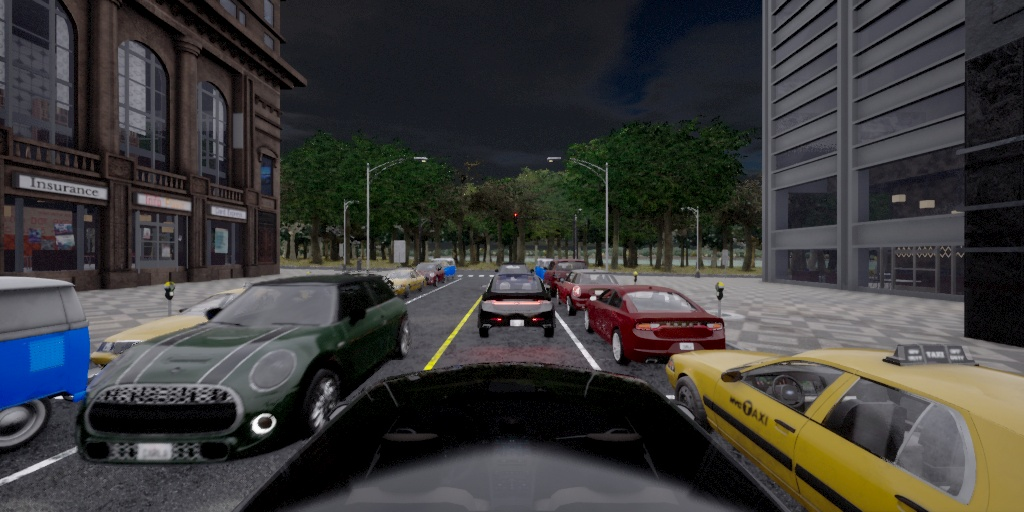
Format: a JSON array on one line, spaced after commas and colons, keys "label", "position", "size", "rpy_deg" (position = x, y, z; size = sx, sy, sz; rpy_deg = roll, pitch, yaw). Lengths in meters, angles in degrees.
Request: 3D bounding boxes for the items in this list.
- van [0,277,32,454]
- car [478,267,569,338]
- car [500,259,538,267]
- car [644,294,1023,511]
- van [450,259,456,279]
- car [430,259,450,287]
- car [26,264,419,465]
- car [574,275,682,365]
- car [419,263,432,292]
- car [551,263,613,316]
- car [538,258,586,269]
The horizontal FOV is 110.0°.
[{"label": "van", "position": [-5.762, 1.091, 2.479], "size": [1.690, 1.789, 3.998], "rpy_deg": [0, 0, 0]}, {"label": "car", "position": [0.114, 1.242, 10.218], "size": [2.128, 1.511, 4.902], "rpy_deg": [0, 0, 0]}, {"label": "car", "position": [0.128, 1.104, 19.183], "size": [2.097, 1.767, 4.553], "rpy_deg": [0, 0, 1]}, {"label": "car", "position": [2.763, 1.275, 2.636], "size": [1.751, 1.417, 4.829], "rpy_deg": [0, 0, 0]}, {"label": "van", "position": [-5.719, 1.095, 29.667], "size": [1.690, 1.789, 3.998], "rpy_deg": [0, 0, 0]}, {"label": "car", "position": [-5.728, 1.192, 24.229], "size": [1.967, 1.591, 4.097], "rpy_deg": [0, 0, 0]}, {"label": "car", "position": [-3.093, 1.102, 5.350], "size": [2.097, 1.767, 4.553], "rpy_deg": [0, 0, 0]}, {"label": "car", "position": [2.772, 1.295, 7.904], "size": [1.888, 1.381, 4.507], "rpy_deg": [0, 0, 0]}, {"label": "car", "position": [-5.737, 1.277, 18.622], "size": [1.751, 1.417, 4.829], "rpy_deg": [0, 0, 0]}, {"label": "car", "position": [2.780, 1.190, 13.341], "size": [1.967, 1.591, 4.097], "rpy_deg": [0, 0, 0]}, {"label": "car", "position": [2.789, 1.066, 18.779], "size": [2.192, 1.841, 5.009], "rpy_deg": [0, 0, 0]}]
